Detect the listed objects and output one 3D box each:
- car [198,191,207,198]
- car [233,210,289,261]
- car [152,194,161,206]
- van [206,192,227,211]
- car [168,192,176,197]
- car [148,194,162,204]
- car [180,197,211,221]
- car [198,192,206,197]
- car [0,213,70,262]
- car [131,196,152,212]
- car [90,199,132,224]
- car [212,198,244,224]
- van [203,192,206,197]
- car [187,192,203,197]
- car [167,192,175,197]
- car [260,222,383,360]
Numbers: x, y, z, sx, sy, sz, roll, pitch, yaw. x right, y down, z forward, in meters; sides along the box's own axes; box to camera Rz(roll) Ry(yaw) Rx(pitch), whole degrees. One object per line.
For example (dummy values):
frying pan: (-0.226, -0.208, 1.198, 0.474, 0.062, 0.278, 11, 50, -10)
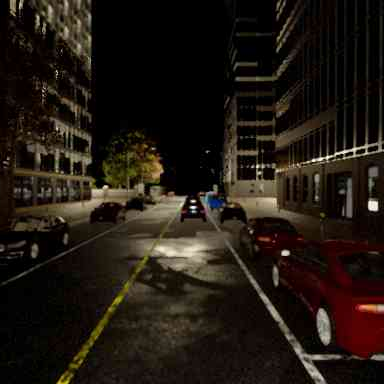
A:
car: (2.669, 0.590, 83.995, 1.967, 1.590, 4.097, 0, 1, 0)
car: (2.687, 1.499, 11.671, 1.802, 1.307, 4.206, 0, 0, 0)
car: (-5.782, 1.156, 45.869, 1.947, 1.339, 4.313, 0, 1, 0)
van: (2.683, 1.060, 34.474, 1.690, 1.788, 3.998, 0, 1, 0)
car: (-5.716, 0.569, 95.353, 2.008, 1.369, 4.403, 0, 1, 0)
car: (-5.832, 1.031, 53.102, 1.752, 1.417, 4.829, 0, 1, 0)
car: (0.092, 1.360, 24.969, 2.033, 1.411, 5.357, 0, 1, 0)
car: (2.666, 0.650, 89.676, 1.947, 1.339, 4.313, 0, 1, 0)
car: (-5.694, 1.468, 11.669, 2.008, 1.369, 4.403, 0, 0, 0)
car: (-5.699, 1.285, 34.474, 1.947, 1.339, 4.313, 0, 1, 0)
car: (-5.697, 1.374, 23.070, 1.887, 1.381, 4.507, 0, 0, 0)
car: (2.684, 1.380, 23.072, 2.008, 1.369, 4.403, 0, 0, 0)
van: (2.762, 0.931, 45.871, 1.690, 1.788, 3.998, 0, 1, 0)
car: (0.089, 1.121, 41.237, 1.882, 1.535, 5.008, 0, 1, 0)
car: (-5.714, 0.629, 89.671, 1.887, 1.381, 4.507, 0, 1, 0)
car: (2.688, 1.502, 5.973, 1.887, 1.381, 4.507, 0, 0, 0)
